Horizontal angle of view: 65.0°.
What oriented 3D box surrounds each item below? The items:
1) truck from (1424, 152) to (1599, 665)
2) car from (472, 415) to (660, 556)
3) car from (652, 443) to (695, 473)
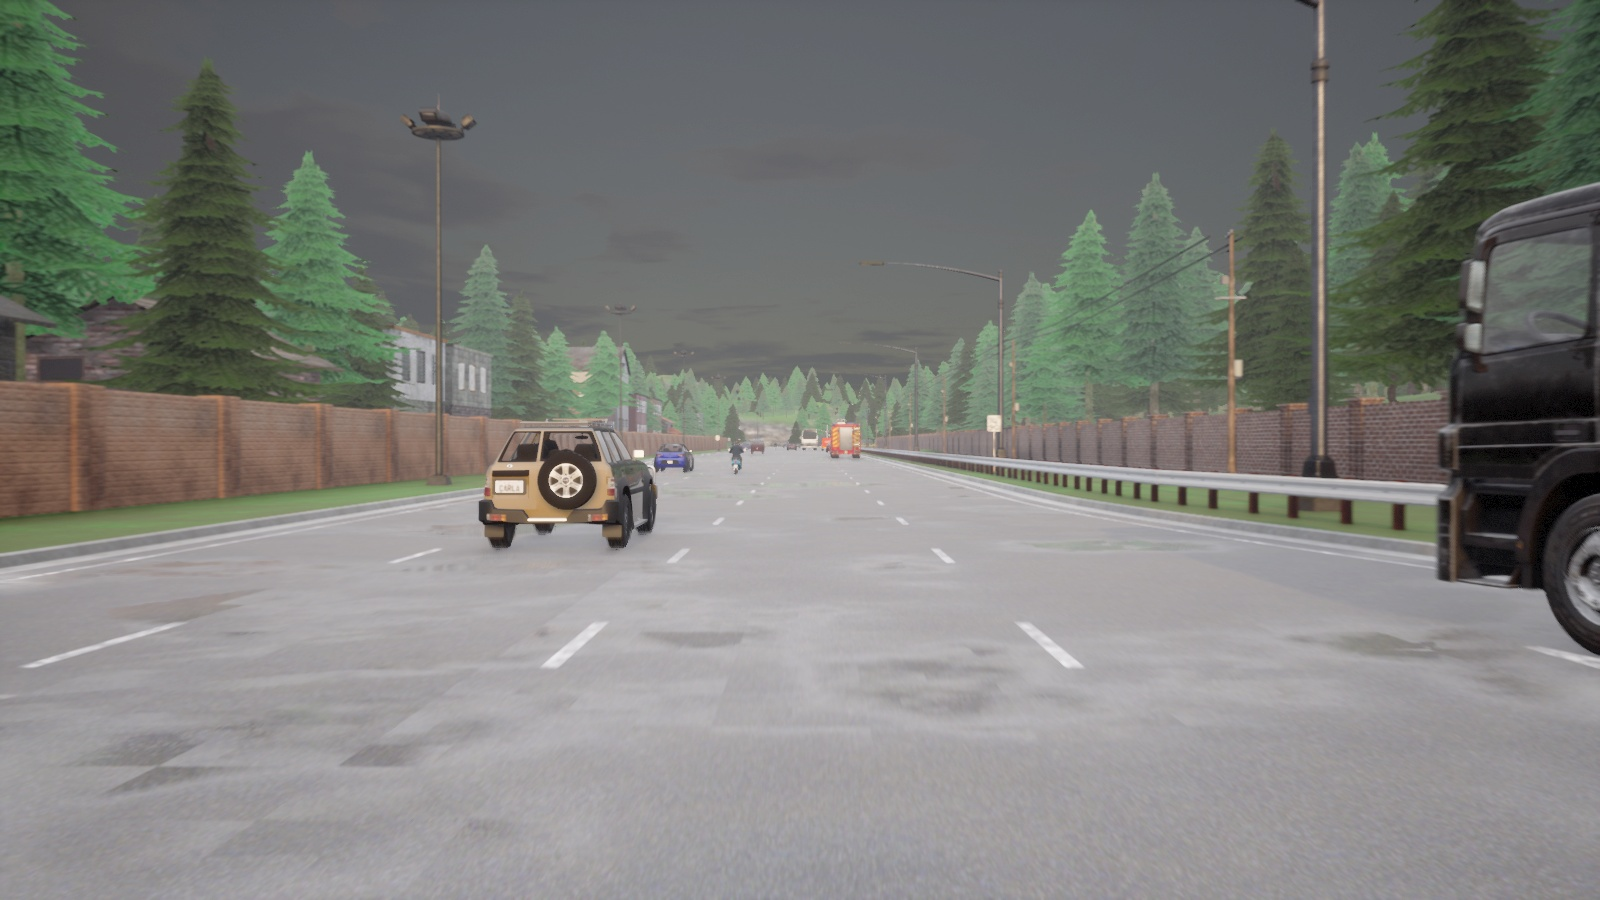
[{"bbox_3d":[7.427,-0.266,6.556,2.891,3.462,7.936,0,0,-16],"label":"truck"},{"bbox_3d":[-3.345,0.455,18.889,1.932,1.855,4.605,0,0,0],"label":"car"},{"bbox_3d":[-6.502,0.393,64.929,1.816,1.474,4.193,0,0,0],"label":"car"}]
